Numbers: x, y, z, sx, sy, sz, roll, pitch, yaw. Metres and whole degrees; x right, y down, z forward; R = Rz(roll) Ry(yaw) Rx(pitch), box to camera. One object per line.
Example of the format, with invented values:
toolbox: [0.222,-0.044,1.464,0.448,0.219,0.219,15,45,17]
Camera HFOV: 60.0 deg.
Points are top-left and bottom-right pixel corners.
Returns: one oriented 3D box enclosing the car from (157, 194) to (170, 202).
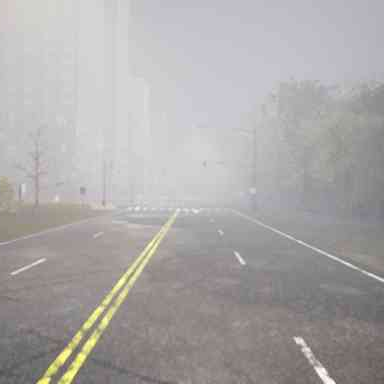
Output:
car: [-6.513,1.313,72.813,2.097,1.767,4.553,0,0,0]
